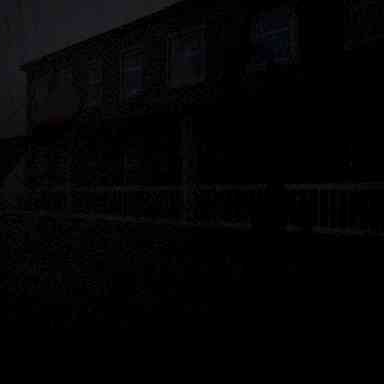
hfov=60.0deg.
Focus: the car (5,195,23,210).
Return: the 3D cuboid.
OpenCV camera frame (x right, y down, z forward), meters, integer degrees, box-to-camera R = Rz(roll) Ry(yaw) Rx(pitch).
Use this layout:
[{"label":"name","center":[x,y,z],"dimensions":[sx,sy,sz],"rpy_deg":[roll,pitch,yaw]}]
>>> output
[{"label":"car","center":[-15.397,1.057,27.944],"dimensions":[1.994,1.385,4.181],"rpy_deg":[0,14,34]}]
